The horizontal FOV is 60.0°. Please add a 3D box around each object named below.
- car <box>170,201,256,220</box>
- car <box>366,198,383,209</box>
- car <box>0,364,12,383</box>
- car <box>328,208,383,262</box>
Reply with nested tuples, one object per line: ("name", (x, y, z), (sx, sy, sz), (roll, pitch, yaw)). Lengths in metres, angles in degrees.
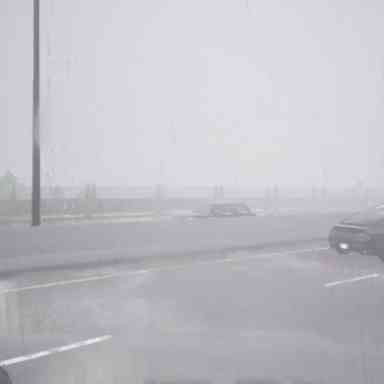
("car", (1.046, 1.287, 16.660), (4.553, 1.767, 2.097), (0, 0, -29))
("car", (18.974, 1.272, 31.741), (4.553, 1.767, 2.097), (0, 0, -17))
("car", (-3.292, 1.511, 1.263), (4.674, 1.442, 1.812), (0, 0, -37))
("car", (6.973, 1.474, 11.704), (4.892, 1.490, 1.837), (0, 0, -28))
